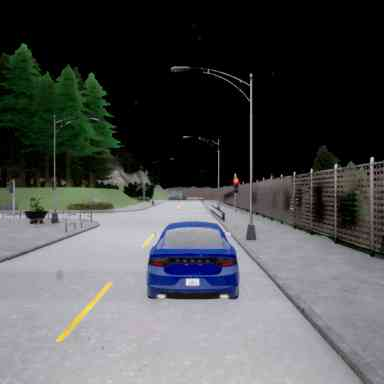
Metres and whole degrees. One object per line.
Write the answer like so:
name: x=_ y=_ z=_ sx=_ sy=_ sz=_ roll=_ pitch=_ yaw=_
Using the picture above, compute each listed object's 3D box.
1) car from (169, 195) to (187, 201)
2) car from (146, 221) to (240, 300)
car: x=-3.849 y=1.540 z=87.969 sx=5.357 sy=1.411 sz=2.033 roll=0 pitch=0 yaw=40
car: x=0.033 y=1.478 z=8.478 sx=1.882 sy=1.535 sz=5.008 roll=0 pitch=0 yaw=0
